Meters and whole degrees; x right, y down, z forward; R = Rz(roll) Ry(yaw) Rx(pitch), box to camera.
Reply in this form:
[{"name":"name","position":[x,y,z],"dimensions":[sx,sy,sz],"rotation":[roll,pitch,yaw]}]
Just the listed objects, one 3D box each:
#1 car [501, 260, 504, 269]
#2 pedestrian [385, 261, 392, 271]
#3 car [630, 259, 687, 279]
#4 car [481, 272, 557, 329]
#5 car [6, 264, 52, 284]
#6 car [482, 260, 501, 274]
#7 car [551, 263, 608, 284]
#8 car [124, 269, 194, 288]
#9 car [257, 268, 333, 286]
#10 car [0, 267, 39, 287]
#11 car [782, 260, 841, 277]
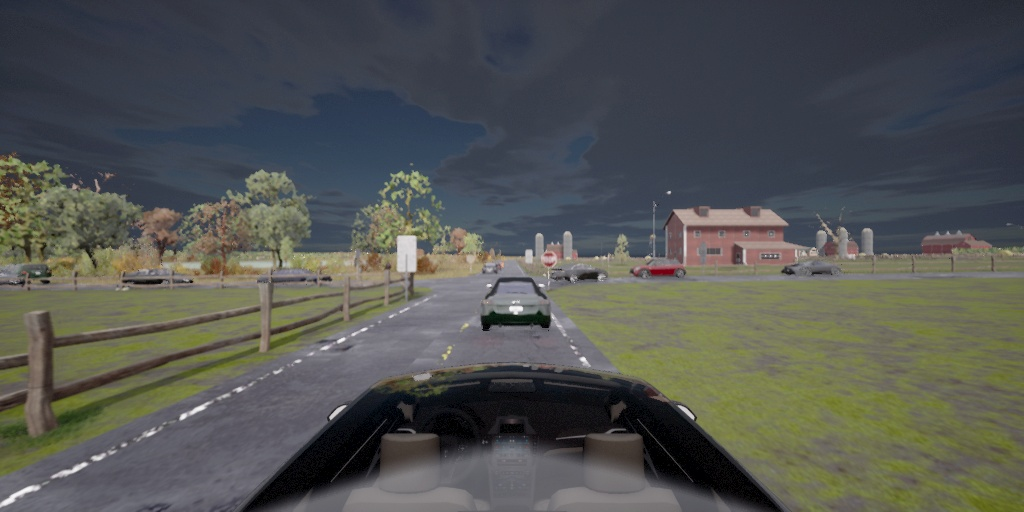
[{"name":"car","position":[-2.724,1.642,57.844],"dimensions":[1.994,1.385,4.181],"rotation":[0,0,1]},{"name":"pedestrian","position":[-12.102,1.358,35.076],"dimensions":[0.375,1.860,0.375],"rotation":[0,1,1]},{"name":"car","position":[12.873,1.065,31.871],"dimensions":[4.553,1.767,2.097],"rotation":[-1,0,2]},{"name":"car","position":[0.112,1.370,11.446],"dimensions":[1.994,1.385,4.181],"rotation":[0,0,0]},{"name":"car","position":[-47.522,1.776,34.829],"dimensions":[5.566,2.045,2.150],"rotation":[-1,0,18]},{"name":"car","position":[-2.767,1.535,46.195],"dimensions":[1.812,1.442,4.674],"rotation":[0,0,0]},{"name":"car","position":[5.301,1.320,27.986],"dimensions":[4.902,1.511,2.128],"rotation":[-1,0,-31]},{"name":"car","position":[-28.900,1.794,29.395],"dimensions":[4.902,1.511,2.128],"rotation":[-1,0,2]},{"name":"car","position":[-17.612,1.694,29.161],"dimensions":[5.357,1.411,2.033],"rotation":[-1,0,1]},{"name":"car","position":[-44.459,2.003,31.069],"dimensions":[4.902,1.511,2.128],"rotation":[-1,0,14]},{"name":"car","position":[26.389,1.077,31.686],"dimensions":[4.181,1.385,1.994],"rotation":[-1,0,1]}]
